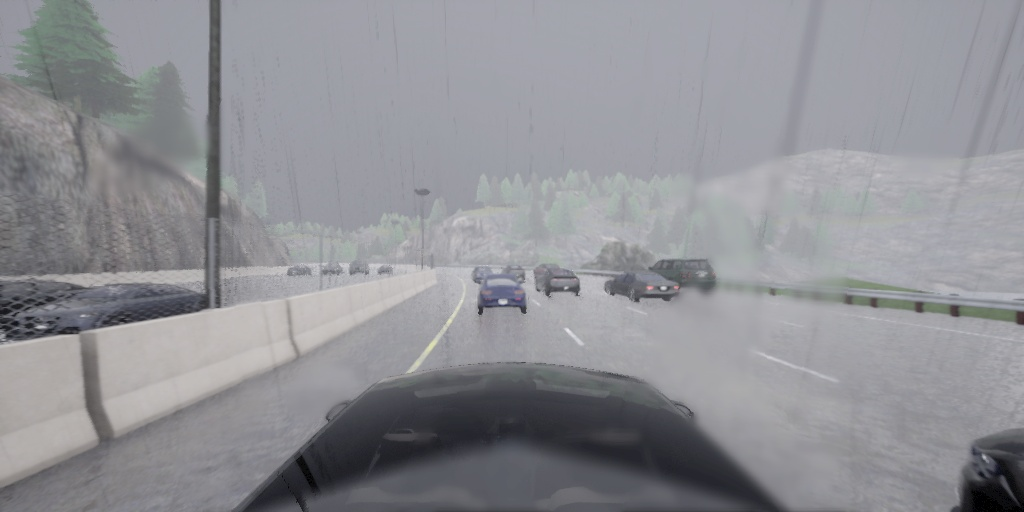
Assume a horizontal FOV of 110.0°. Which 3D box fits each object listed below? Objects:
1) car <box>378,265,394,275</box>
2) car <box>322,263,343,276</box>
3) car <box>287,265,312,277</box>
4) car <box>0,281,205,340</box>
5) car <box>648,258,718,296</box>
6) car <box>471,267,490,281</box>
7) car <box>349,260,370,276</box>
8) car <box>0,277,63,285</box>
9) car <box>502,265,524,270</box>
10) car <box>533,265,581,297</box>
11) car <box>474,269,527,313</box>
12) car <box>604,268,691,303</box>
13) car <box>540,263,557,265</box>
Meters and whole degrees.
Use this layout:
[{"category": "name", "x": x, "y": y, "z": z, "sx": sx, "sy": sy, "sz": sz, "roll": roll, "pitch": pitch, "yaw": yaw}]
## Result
[{"category": "car", "x": -17.630, "y": 1.949, "z": 50.324, "sx": 2.033, "sy": 1.411, "sz": 5.357, "roll": 0, "pitch": -1, "yaw": -16}, {"category": "car", "x": -24.617, "y": 1.768, "z": 49.206, "sx": 2.097, "sy": 1.767, "sz": 4.553, "roll": 0, "pitch": -1, "yaw": -16}, {"category": "car", "x": -27.481, "y": 1.884, "z": 46.496, "sx": 2.128, "sy": 1.511, "sz": 4.902, "roll": 0, "pitch": -1, "yaw": -16}, {"category": "car", "x": -10.900, "y": 1.457, "z": 10.208, "sx": 1.994, "sy": 1.385, "sz": 4.181, "roll": 0, "pitch": -1, "yaw": -3}, {"category": "car", "x": 9.533, "y": 1.169, "z": 21.064, "sx": 2.150, "sy": 2.045, "sz": 5.566, "roll": 0, "pitch": -1, "yaw": -6}, {"category": "car", "x": -2.770, "y": 1.692, "z": 33.572, "sx": 2.033, "sy": 1.411, "sz": 5.357, "roll": 0, "pitch": -1, "yaw": -10}, {"category": "car", "x": -21.109, "y": 1.630, "z": 49.760, "sx": 2.150, "sy": 2.045, "sz": 5.566, "roll": 0, "pitch": -1, "yaw": -16}, {"category": "car", "x": -14.379, "y": 1.380, "z": 9.938, "sx": 1.882, "sy": 1.535, "sz": 5.008, "roll": 0, "pitch": -1, "yaw": -3}, {"category": "car", "x": 0.099, "y": 1.667, "z": 37.050, "sx": 2.128, "sy": 1.511, "sz": 4.902, "roll": 0, "pitch": -1, "yaw": -11}, {"category": "car", "x": 2.517, "y": 1.461, "z": 20.680, "sx": 2.128, "sy": 1.511, "sz": 4.902, "roll": 0, "pitch": -1, "yaw": -6}, {"category": "car", "x": -0.469, "y": 1.434, "z": 14.722, "sx": 1.812, "sy": 1.442, "sz": 4.674, "roll": 0, "pitch": -1, "yaw": -4}, {"category": "car", "x": 6.328, "y": 1.470, "z": 18.000, "sx": 2.033, "sy": 1.411, "sz": 5.357, "roll": 0, "pitch": -1, "yaw": -5}, {"category": "car", "x": 3.612, "y": 1.517, "z": 37.256, "sx": 2.097, "sy": 1.767, "sz": 4.553, "roll": 0, "pitch": -1, "yaw": -11}]
